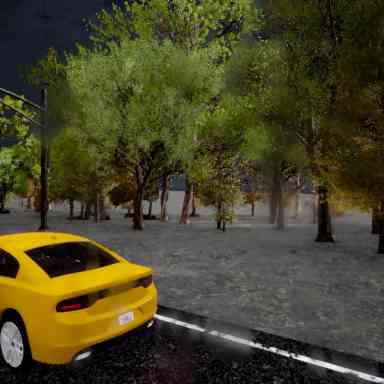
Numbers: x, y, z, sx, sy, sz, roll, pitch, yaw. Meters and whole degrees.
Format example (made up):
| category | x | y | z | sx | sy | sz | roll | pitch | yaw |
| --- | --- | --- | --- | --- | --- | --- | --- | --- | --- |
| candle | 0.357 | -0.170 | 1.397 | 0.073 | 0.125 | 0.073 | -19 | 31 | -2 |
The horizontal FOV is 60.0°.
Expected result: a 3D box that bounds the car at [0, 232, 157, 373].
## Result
| category | x | y | z | sx | sy | sz | roll | pitch | yaw |
| --- | --- | --- | --- | --- | --- | --- | --- | --- | --- |
| car | -2.864 | 1.444 | 5.726 | 5.008 | 1.535 | 1.882 | 1 | 0 | 35 |
